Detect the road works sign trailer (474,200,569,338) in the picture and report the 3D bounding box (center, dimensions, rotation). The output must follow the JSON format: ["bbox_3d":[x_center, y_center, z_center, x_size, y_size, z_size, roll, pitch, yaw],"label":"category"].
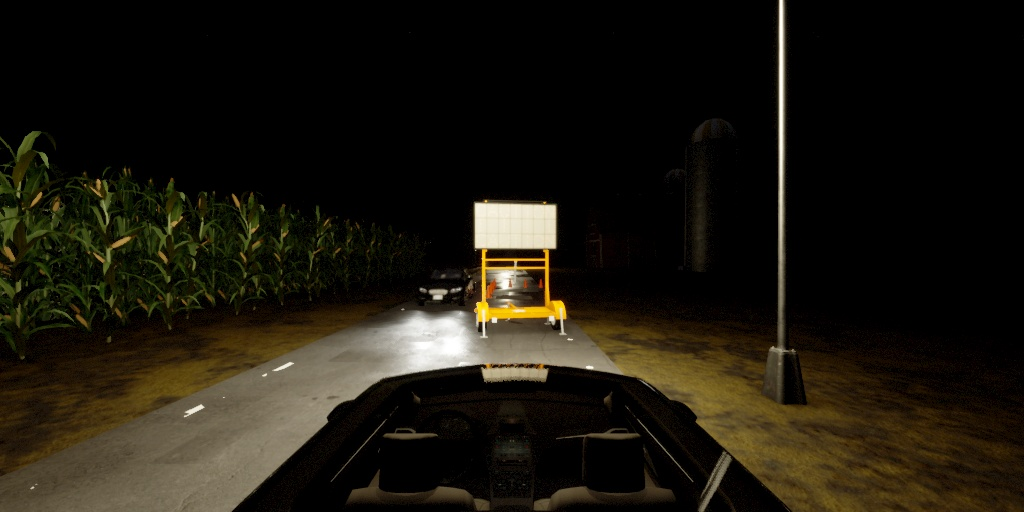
[{"bbox_3d":[0.079,0.219,10.310,2.380,3.560,2.880,0,0,-9],"label":"road works sign trailer"}]

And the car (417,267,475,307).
[{"bbox_3d":[-2.714,1.255,15.602,2.128,1.511,4.902,0,0,0],"label":"car"}]
